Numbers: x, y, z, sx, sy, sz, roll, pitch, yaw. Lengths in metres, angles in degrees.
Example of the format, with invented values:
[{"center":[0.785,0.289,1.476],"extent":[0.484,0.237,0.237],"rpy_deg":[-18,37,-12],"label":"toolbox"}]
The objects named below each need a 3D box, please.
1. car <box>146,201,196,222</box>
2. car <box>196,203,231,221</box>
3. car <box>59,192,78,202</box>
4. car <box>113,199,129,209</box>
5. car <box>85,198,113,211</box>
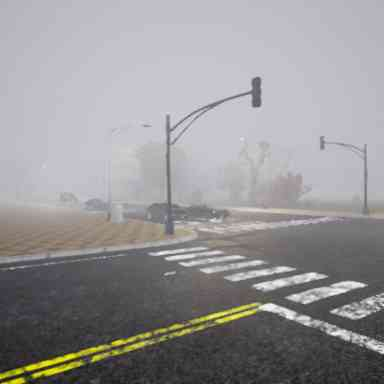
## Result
[{"center":[-2.003,1.558,26.749],"extent":[1.837,1.490,4.892],"rpy_deg":[-1,2,-34],"label":"car"},{"center":[1.152,1.600,27.868],"extent":[1.895,1.301,4.718],"rpy_deg":[-1,1,-33],"label":"car"},{"center":[-20.721,0.959,55.744],"extent":[2.150,2.045,5.566],"rpy_deg":[-1,1,-33],"label":"car"},{"center":[-10.202,1.615,45.369],"extent":[1.895,1.301,4.718],"rpy_deg":[-1,1,-33],"label":"car"},{"center":[-12.225,1.549,42.511],"extent":[1.882,1.535,5.008],"rpy_deg":[-1,1,-33],"label":"car"}]
